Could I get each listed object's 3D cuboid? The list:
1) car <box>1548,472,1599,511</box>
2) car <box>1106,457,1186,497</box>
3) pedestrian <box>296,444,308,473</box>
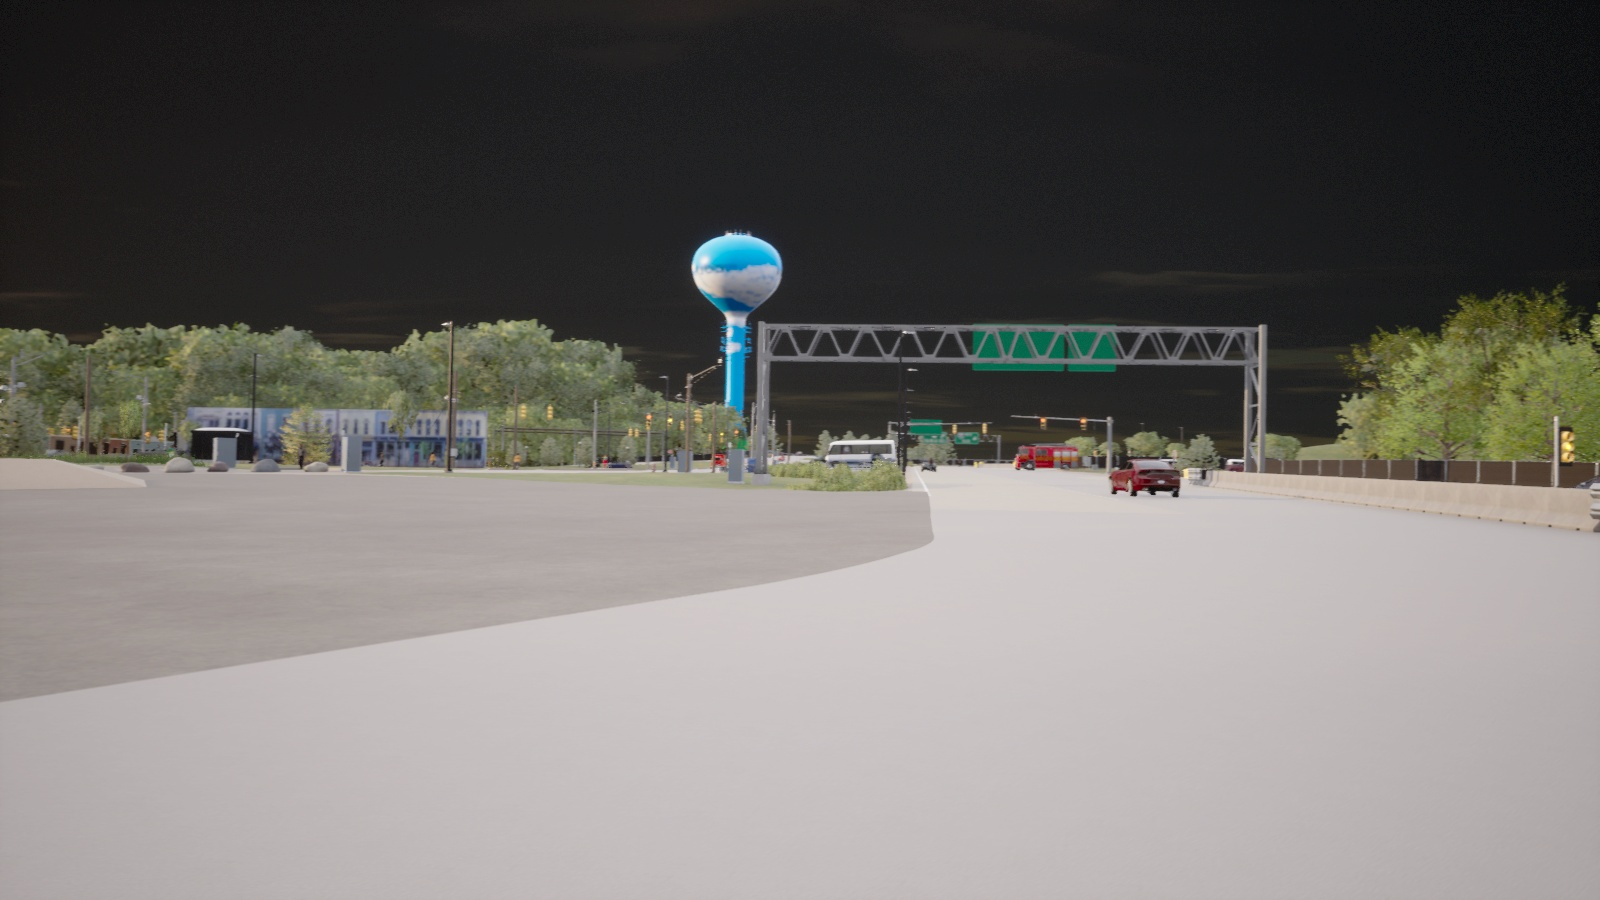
[{"bbox_3d":[30.252,1.561,46.828,1.994,1.385,4.181,1,0,-4],"label":"car"},{"bbox_3d":[14.052,1.052,51.284,1.882,1.535,5.008,1,0,0],"label":"car"},{"bbox_3d":[-34.171,0.611,86.156,0.423,1.949,0.788,1,-2,5],"label":"pedestrian"}]
